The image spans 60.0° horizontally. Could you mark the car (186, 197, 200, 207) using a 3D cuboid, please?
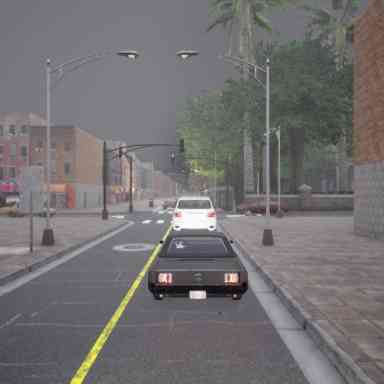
[{"bbox_3d":[0.152,1.540,52.816,2.128,1.511,4.902,0,0,0],"label":"car"}]

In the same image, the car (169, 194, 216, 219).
[{"bbox_3d":[0.128,1.230,18.096,2.150,2.045,5.566,0,0,0],"label":"car"}]

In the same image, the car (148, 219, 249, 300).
[{"bbox_3d":[0.111,1.603,8.332,1.895,1.301,4.718,0,0,0],"label":"car"}]

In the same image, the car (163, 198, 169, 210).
[{"bbox_3d":[-2.790,1.564,44.547,1.812,1.442,4.674,0,0,0],"label":"car"}]

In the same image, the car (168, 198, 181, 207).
[{"bbox_3d":[-2.773,1.651,53.723,1.895,1.301,4.718,0,0,0],"label":"car"}]

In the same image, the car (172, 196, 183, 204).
[{"bbox_3d":[-2.724,1.540,63.836,1.882,1.535,5.008,0,0,1],"label":"car"}]

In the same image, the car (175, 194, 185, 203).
[{"bbox_3d":[-2.656,1.405,73.971,2.097,1.767,4.553,0,0,0],"label":"car"}]

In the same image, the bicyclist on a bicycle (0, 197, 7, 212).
[{"bbox_3d":[-20.098,1.373,35.313,0.582,1.620,1.656,0,0,0],"label":"bicyclist on a bicycle"}]

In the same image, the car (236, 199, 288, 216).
[{"bbox_3d":[6.718,1.478,32.101,5.008,1.535,1.882,0,0,-5],"label":"car"}]

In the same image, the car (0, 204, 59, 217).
[{"bbox_3d":[-14.403,1.573,29.666,4.829,1.417,1.752,0,0,0],"label":"car"}]
